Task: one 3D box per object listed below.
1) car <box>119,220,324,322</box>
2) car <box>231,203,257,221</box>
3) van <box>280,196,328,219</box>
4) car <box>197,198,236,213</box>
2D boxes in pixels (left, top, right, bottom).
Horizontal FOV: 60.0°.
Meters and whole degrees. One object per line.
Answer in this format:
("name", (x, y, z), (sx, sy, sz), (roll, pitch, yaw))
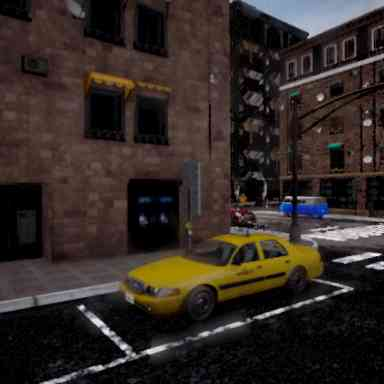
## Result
("car", (0.879, 1.525, 7.193), (4.829, 1.417, 1.752), (0, 0, -35))
("car", (2.601, 1.440, 23.191), (1.967, 1.590, 4.097), (0, 0, -36))
("van", (9.399, 1.280, 28.092), (1.690, 1.788, 3.998), (0, 0, -36))
("car", (2.656, 1.449, 37.400), (1.752, 1.417, 4.829), (0, 0, -36))
